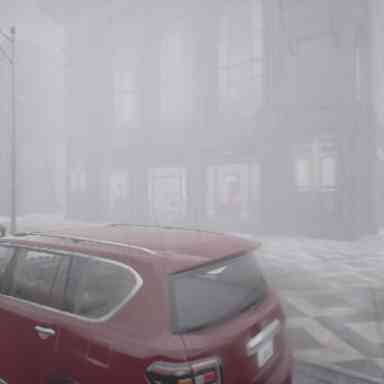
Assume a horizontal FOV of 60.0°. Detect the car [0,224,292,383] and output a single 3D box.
[{"bbox_3d":[-1.381,1.320,3.943,5.009,1.841,2.192,0,0,35],"label":"car"}]
